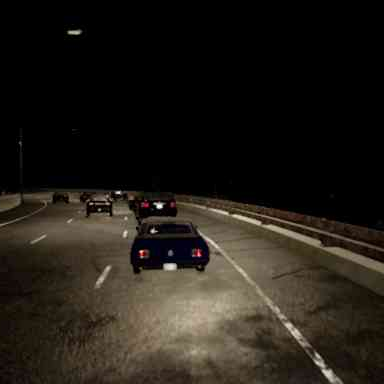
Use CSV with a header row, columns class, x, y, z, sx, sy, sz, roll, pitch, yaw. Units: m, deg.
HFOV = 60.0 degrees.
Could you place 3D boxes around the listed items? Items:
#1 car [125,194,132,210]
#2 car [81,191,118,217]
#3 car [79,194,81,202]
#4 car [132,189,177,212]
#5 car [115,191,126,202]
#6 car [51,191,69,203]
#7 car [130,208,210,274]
class,x,y,z,sx,sy,sz,roll,pitch,yaw
car,-4.428,0.972,29.196,1.994,1.385,4.181,0,1,-16
car,-7.049,0.982,25.519,2.128,1.511,4.902,0,1,-14
car,-13.911,0.677,44.626,1.994,1.385,4.181,-1,1,-25
car,-2.273,0.807,20.288,2.150,2.045,5.566,0,1,-12
car,-9.717,0.612,43.827,2.128,1.511,4.902,-1,1,-23
car,-17.201,0.638,43.390,2.128,1.511,4.902,-1,1,-25
car,-0.732,1.397,9.864,1.895,1.301,4.718,0,1,-6
